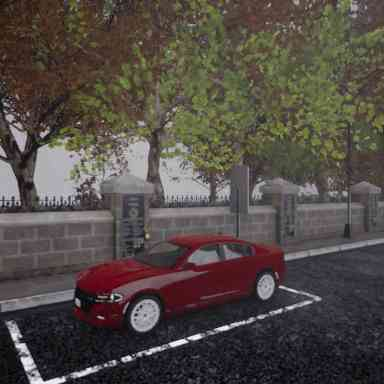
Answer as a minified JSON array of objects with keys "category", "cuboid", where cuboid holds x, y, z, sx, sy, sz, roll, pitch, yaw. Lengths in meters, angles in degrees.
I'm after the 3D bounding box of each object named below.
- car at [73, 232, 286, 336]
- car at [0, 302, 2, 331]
[{"category":"car","cuboid":[-0.026,1.549,6.703,4.507,1.381,1.887,0,0,-36]},{"category":"car","cuboid":[-4.503,1.549,3.440,4.403,1.369,2.008,0,0,-36]}]
